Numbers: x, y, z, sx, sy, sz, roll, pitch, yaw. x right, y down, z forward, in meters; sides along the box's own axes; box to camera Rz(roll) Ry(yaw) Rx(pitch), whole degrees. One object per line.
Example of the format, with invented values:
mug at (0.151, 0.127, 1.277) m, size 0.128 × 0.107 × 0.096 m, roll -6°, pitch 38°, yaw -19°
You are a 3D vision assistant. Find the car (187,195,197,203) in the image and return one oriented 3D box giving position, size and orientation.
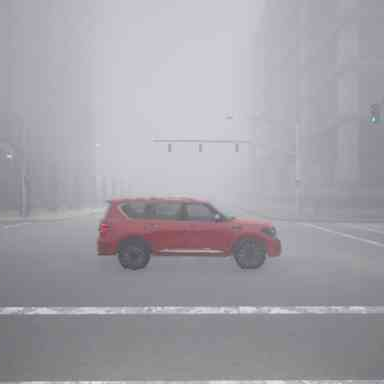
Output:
car at (0.004, 1.508, 73.676) m, size 2.128 × 1.511 × 4.902 m, roll 0°, pitch 0°, yaw 0°

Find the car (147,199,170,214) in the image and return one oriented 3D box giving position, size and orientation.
car at (-3.598, 1.547, 37.062) m, size 2.033 × 1.411 × 5.357 m, roll 0°, pitch 0°, yaw 0°

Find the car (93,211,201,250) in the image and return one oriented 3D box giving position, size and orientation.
car at (-1.775, 1.534, 13.898) m, size 4.181 × 1.385 × 1.994 m, roll 0°, pitch 0°, yaw -1°

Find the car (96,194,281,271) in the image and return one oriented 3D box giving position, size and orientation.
car at (-0.125, 1.194, 10.427) m, size 5.566 × 2.045 × 2.150 m, roll 0°, pitch 0°, yaw -1°

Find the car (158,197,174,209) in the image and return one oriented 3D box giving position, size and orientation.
car at (-3.596, 1.477, 46.708) m, size 1.882 × 1.535 × 5.008 m, roll 0°, pitch 0°, yaw 0°

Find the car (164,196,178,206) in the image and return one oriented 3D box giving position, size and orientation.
car at (-3.580, 1.491, 57.071) m, size 2.128 × 1.511 × 4.902 m, roll 0°, pitch 0°, yaw 0°

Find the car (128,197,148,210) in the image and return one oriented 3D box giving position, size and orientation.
car at (-7.095, 1.504, 44.297) m, size 1.837 × 1.490 × 4.892 m, roll 0°, pitch 0°, yaw 0°

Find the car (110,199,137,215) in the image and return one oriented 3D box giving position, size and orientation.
car at (-7.098, 1.504, 34.893) m, size 1.837 × 1.490 × 4.892 m, roll 0°, pitch 0°, yaw 0°

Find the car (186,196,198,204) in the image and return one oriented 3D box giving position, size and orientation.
car at (0.004, 1.491, 64.289) m, size 2.128 × 1.511 × 4.902 m, roll 0°, pitch 0°, yaw 0°

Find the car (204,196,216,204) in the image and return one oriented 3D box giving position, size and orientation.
car at (3.504, 1.491, 64.601) m, size 2.128 × 1.511 × 4.902 m, roll 0°, pitch 0°, yaw 0°

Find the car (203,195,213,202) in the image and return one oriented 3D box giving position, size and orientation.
car at (3.504, 1.507, 73.676) m, size 1.812 × 1.442 × 4.674 m, roll 0°, pitch 0°, yaw 0°
